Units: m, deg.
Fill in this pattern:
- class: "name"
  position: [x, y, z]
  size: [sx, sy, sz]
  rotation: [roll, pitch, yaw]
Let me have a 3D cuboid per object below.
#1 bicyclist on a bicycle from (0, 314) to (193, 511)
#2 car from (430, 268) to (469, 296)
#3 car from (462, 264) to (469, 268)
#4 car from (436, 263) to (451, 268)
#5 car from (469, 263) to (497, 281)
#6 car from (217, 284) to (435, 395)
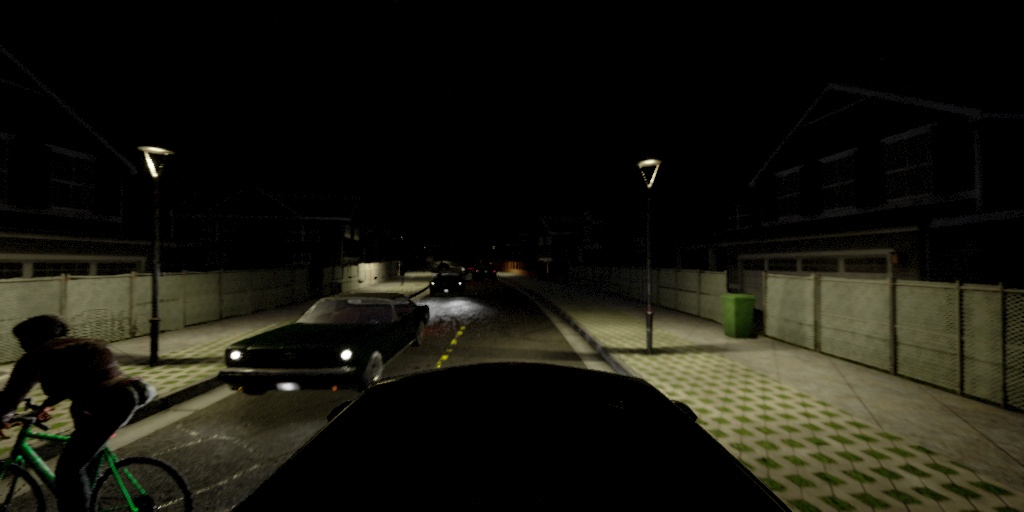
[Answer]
- class: "bicyclist on a bicycle"
  position: [-2.927, 1.210, 2.356]
  size: [1.656, 1.620, 0.582]
  rotation: [-2, -1, 0]
- class: "car"
  position: [-3.698, 1.560, 21.270]
  size: [1.895, 1.301, 4.718]
  rotation: [0, -1, -6]
- class: "car"
  position: [-5.336, 1.704, 46.110]
  size: [1.837, 1.490, 4.892]
  rotation: [0, 0, -14]
- class: "car"
  position: [-10.415, 1.762, 54.477]
  size: [1.837, 1.490, 4.892]
  rotation: [0, -1, -13]
- class: "car"
  position: [-2.742, 1.449, 34.801]
  size: [2.097, 1.767, 4.553]
  rotation: [0, -1, -10]
- class: "car"
  position: [-2.952, 1.408, 6.861]
  size: [1.895, 1.301, 4.718]
  rotation: [0, -1, -1]
